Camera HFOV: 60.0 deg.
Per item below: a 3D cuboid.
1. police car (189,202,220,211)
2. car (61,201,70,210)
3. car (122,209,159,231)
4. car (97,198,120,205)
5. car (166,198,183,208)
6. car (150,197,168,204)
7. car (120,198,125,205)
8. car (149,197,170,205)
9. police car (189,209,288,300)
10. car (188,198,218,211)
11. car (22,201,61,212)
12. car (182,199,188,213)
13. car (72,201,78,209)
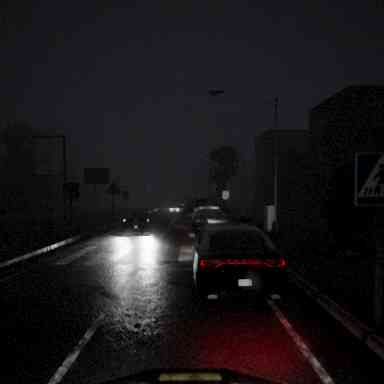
[{"bbox_3d":[0.946,1.600,18.612,1.930,1.638,5.238,0,-1,0],"label":"police car"},{"bbox_3d":[-21.982,2.117,51.306,4.892,1.521,2.231,0,-1,0],"label":"car"},{"bbox_3d":[-3.380,1.832,22.310,1.895,1.301,4.718,0,-1,0],"label":"car"},{"bbox_3d":[-21.958,2.653,86.209,5.008,1.535,2.097,0,-1,0],"label":"car"},{"bbox_3d":[-3.321,2.357,64.661,2.128,1.511,4.902,0,-1,1],"label":"car"},{"bbox_3d":[-8.876,2.706,88.965,4.892,1.521,2.231,0,-1,0],"label":"car"},{"bbox_3d":[-21.965,2.757,91.777,5.008,1.535,2.097,0,-1,0],"label":"car"},{"bbox_3d":[-8.909,2.508,91.770,5.566,2.045,2.435,0,-1,0],"label":"car"},{"bbox_3d":[0.957,1.463,8.601,1.930,1.638,5.238,0,-1,0],"label":"police car"},{"bbox_3d":[0.944,1.490,24.537,2.150,2.045,5.566,0,-1,0],"label":"car"},{"bbox_3d":[-21.987,2.106,48.030,4.674,1.452,2.002,0,-1,0],"label":"car"},{"bbox_3d":[-0.019,2.091,45.844,1.837,1.490,4.892,0,-1,0],"label":"car"},{"bbox_3d":[-21.991,2.166,54.579,5.008,1.535,2.097,0,-1,0],"label":"car"}]
